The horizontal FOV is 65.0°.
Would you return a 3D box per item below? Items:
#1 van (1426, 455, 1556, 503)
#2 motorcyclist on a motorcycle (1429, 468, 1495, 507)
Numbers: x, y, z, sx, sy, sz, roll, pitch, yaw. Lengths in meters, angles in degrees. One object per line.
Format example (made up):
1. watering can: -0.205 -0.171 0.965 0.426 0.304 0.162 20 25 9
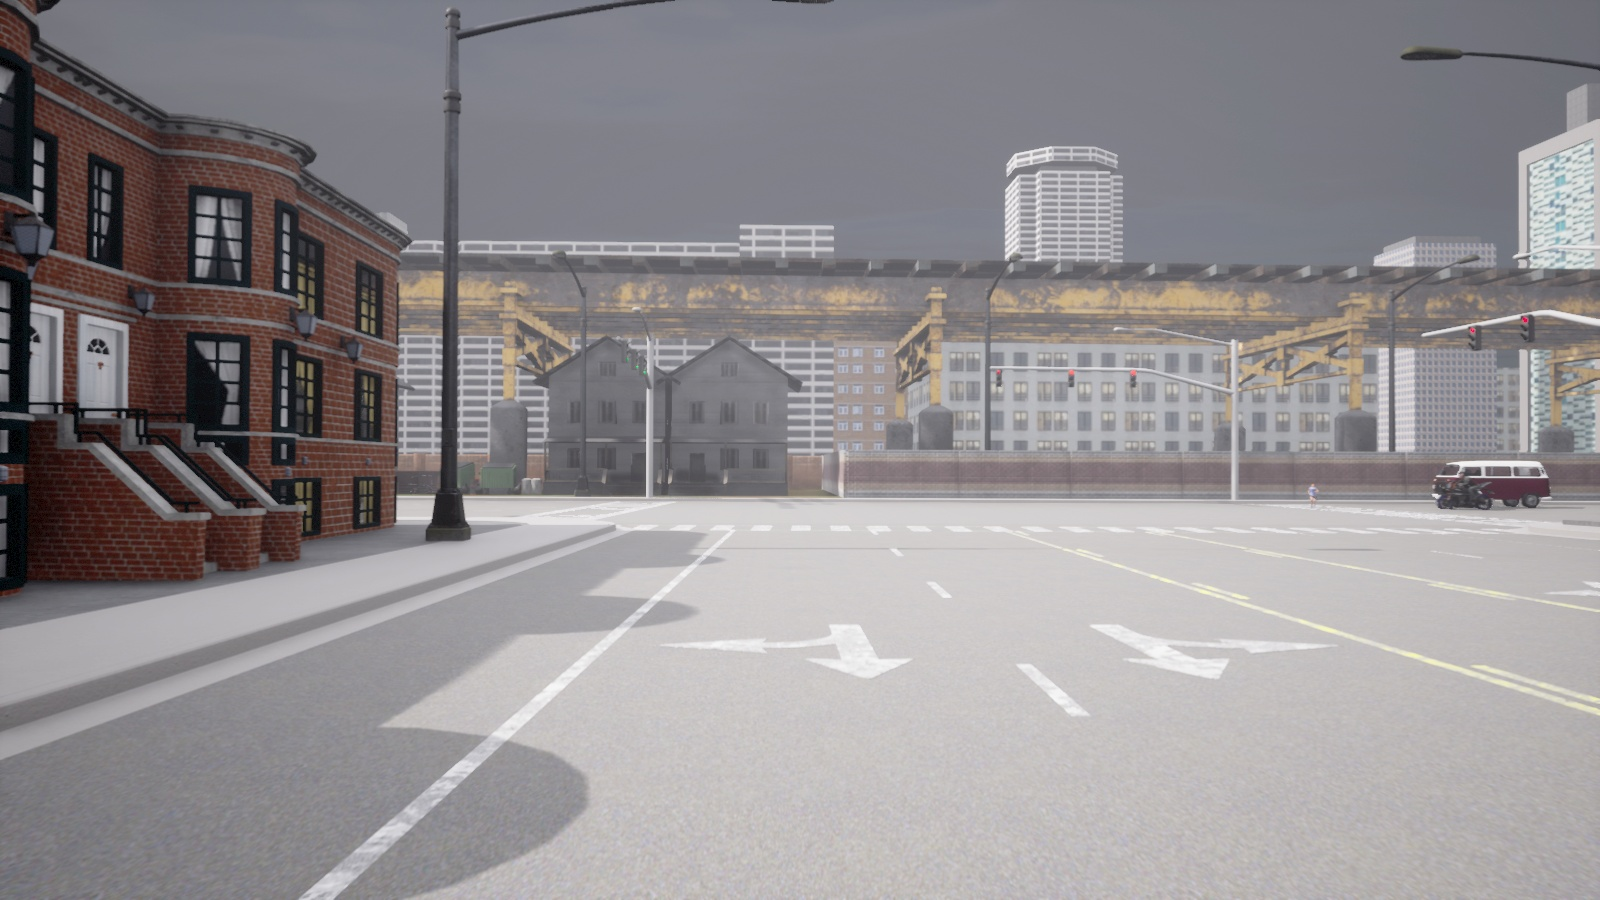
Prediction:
1. van: 29.924 1.246 54.495 4.480 2.038 2.069 0 -1 0
2. motorcyclist on a motorcycle: 26.881 1.513 50.987 2.191 1.530 0.866 0 -1 1
